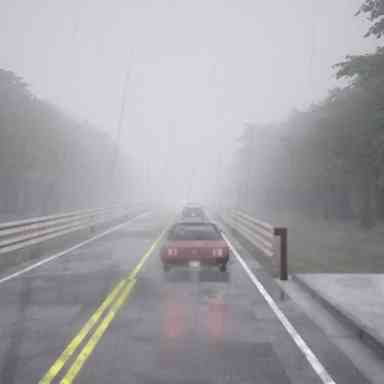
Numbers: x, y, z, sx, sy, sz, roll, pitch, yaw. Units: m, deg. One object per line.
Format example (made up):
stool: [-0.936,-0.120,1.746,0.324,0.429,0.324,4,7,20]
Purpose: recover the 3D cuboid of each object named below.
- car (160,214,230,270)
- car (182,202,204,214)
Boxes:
car: [0.089,1.640,11.084,1.895,1.301,4.718,0,0,0]
car: [0.101,1.627,28.808,1.812,1.442,4.674,0,0,0]
